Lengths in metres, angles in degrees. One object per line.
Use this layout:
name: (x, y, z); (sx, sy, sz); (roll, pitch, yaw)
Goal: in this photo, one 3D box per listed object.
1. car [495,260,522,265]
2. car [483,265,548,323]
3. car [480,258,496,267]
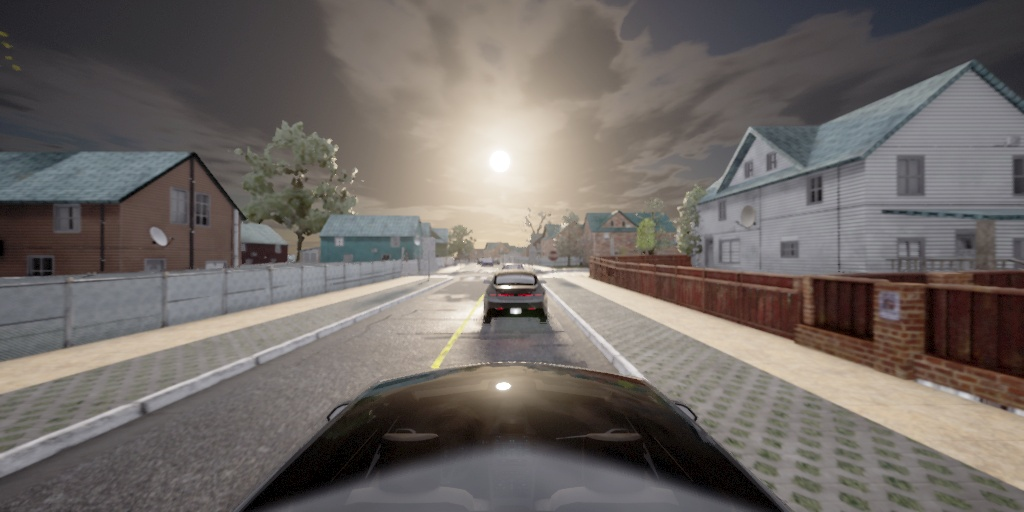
car: (0.068, 1.197, 24.406); (2.033, 1.411, 5.357); (0, 0, -1)
car: (0.098, 1.204, 11.831); (1.837, 1.490, 4.892); (0, 0, 0)
car: (-4.332, 1.120, 63.768); (1.882, 1.535, 5.008); (0, 0, -6)
